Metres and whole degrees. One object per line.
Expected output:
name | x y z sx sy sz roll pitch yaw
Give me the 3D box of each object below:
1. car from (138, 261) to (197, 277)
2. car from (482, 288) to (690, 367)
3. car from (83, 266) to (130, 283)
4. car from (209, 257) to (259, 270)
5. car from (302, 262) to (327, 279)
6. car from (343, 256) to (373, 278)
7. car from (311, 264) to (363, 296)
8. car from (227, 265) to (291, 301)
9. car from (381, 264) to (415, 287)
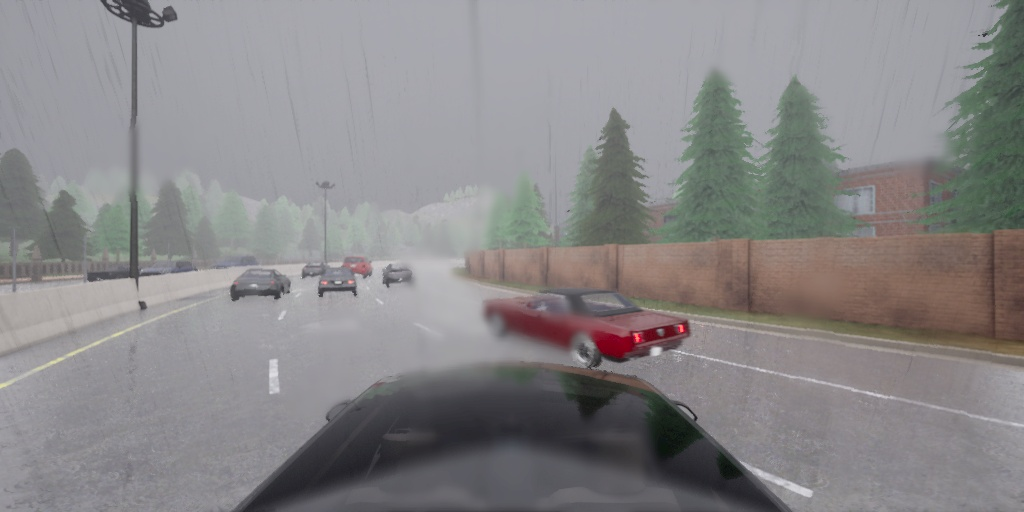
car | -28.123 1.181 29.385 2.097 1.767 4.553 0 0 -16
car | 1.223 1.367 8.018 1.895 1.301 4.718 0 0 -35
car | -31.698 1.430 29.092 1.895 1.301 4.718 0 0 -15
car | -25.584 1.066 33.288 2.150 2.045 5.566 0 -1 -14
car | -18.239 1.331 33.764 2.128 1.511 4.902 0 0 -16
car | -14.893 1.062 34.641 2.150 2.045 5.566 0 0 -15
car | -9.521 1.347 19.737 2.033 1.411 5.357 0 0 -24
car | -12.502 1.360 18.060 1.994 1.385 4.181 0 0 -25
car | -8.029 1.306 25.222 2.128 1.511 4.902 0 0 -22
